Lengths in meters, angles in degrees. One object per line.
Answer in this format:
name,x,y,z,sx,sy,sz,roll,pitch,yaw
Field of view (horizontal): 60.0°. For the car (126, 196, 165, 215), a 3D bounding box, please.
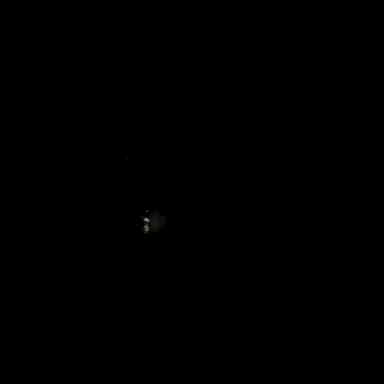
car,-4.324,1.139,30.488,2.097,1.767,4.553,1,0,-35
